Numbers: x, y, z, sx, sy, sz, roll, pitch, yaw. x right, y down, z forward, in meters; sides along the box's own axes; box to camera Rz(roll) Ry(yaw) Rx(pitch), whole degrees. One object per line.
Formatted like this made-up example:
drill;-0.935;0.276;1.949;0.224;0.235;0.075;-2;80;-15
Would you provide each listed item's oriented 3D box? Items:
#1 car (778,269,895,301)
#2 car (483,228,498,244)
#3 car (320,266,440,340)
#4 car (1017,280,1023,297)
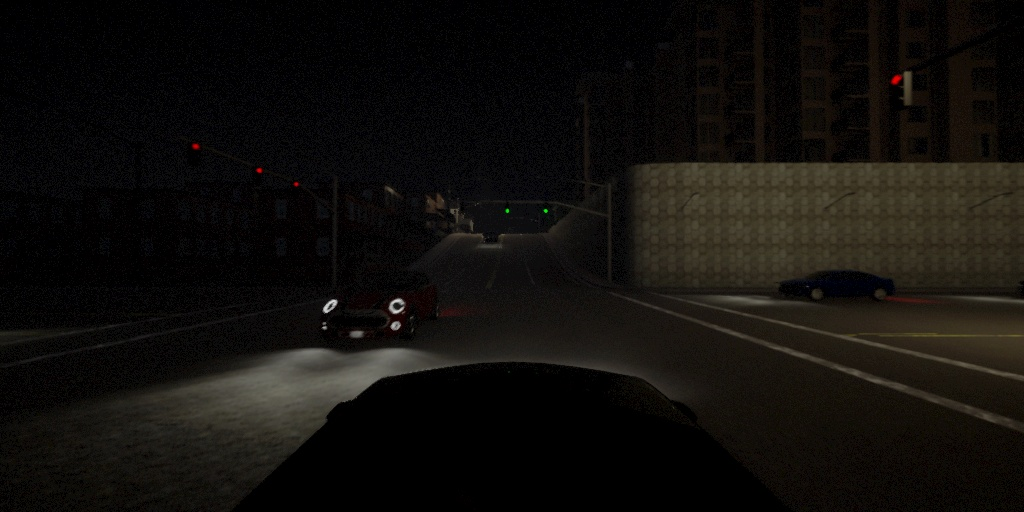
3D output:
car;16.504;1.450;18.402;5.008;1.535;1.882;0;-1;0
car;-3.483;-3.264;59.623;2.150;2.045;5.566;0;13;0
car;-3.493;1.201;10.323;2.097;1.767;4.553;0;-1;0
car;29.251;1.448;18.358;5.008;1.535;1.882;0;-1;0
